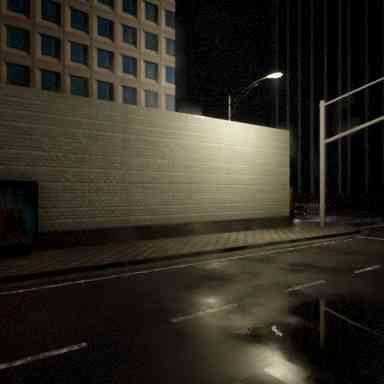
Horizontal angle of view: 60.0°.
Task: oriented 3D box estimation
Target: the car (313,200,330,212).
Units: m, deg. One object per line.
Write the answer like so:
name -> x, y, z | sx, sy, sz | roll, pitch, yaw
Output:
car -> 14.017, 1.656, 40.131 | 1.895, 1.301, 4.718 | 0, 0, -36

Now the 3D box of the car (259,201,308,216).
car -> 9.317, 1.656, 34.295 | 1.895, 1.301, 4.718 | 0, 0, -36

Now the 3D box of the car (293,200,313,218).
car -> 8.116, 1.581, 29.970 | 1.812, 1.442, 4.674 | 0, 0, -36
